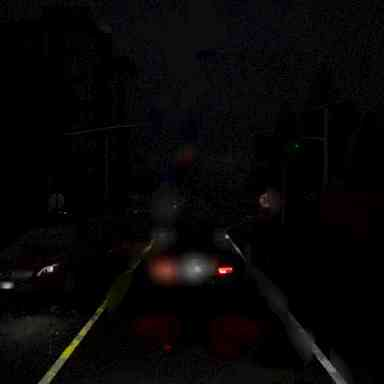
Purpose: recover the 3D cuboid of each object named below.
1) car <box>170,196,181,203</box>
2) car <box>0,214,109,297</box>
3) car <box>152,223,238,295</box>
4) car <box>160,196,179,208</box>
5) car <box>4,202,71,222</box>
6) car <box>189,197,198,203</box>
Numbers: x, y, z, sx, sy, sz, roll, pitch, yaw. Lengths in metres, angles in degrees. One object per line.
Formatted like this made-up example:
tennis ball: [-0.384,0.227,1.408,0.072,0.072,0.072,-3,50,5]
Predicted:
car: [-3.359,1.547,68.884,2.033,1.411,5.357,0,0,0]
car: [-3.517,1.526,8.721,1.812,1.442,4.674,0,0,1]
car: [0.077,1.547,8.870,2.033,1.411,5.357,0,0,0]
car: [-3.495,1.491,48.300,2.128,1.511,4.902,0,0,0]
car: [-11.926,1.520,25.866,4.892,1.490,1.837,0,0,-1]
car: [0.244,1.601,69.643,1.895,1.301,4.718,0,0,0]
